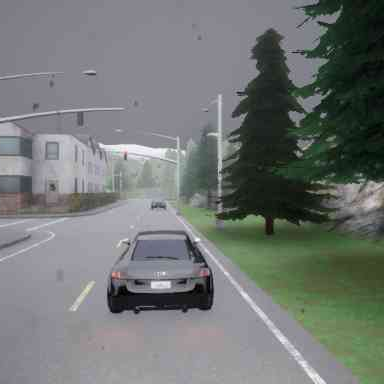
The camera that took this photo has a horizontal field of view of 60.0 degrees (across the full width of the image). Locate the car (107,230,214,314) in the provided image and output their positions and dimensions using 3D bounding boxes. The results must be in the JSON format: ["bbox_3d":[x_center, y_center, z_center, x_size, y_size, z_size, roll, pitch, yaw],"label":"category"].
[{"bbox_3d":[-0.693,1.564,7.711,1.994,1.385,4.181,0,0,-5],"label":"car"}]

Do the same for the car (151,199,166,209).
[{"bbox_3d":[-4.438,1.601,43.927,1.895,1.301,4.718,0,0,-6],"label":"car"}]
